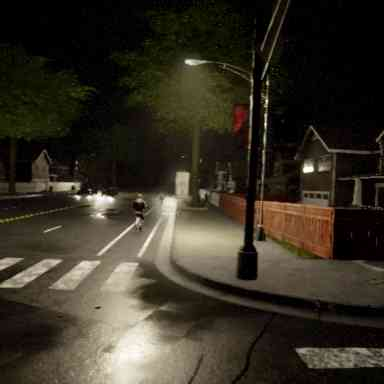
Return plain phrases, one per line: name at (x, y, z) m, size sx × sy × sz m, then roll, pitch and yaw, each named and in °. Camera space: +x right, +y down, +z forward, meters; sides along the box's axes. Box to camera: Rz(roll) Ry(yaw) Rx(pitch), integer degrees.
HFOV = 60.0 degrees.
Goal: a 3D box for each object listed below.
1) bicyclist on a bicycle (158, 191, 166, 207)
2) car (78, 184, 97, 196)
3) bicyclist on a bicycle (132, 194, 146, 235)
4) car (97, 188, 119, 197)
bicyclist on a bicycle at (-2.903, 0.674, 31.901) m, size 0.866 × 1.612 × 1.509 m, roll 3°, pitch 1°, yaw -2°
car at (-15.512, -0.393, 49.872) m, size 2.097 × 1.767 × 4.553 m, roll 3°, pitch 1°, yaw -2°
bicyclist on a bicycle at (-2.351, 0.983, 14.925) m, size 0.659 × 1.776 × 1.843 m, roll 3°, pitch 1°, yaw -2°
car at (-12.278, 0.011, 49.930) m, size 1.895 × 1.301 × 4.718 m, roll 3°, pitch 1°, yaw -2°
